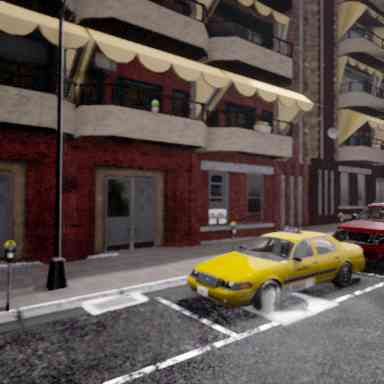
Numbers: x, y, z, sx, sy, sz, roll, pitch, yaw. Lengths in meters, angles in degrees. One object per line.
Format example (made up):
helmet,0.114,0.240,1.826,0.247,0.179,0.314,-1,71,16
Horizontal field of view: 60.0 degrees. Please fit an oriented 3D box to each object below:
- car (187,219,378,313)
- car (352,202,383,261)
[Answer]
car,2.148,1.523,7.676,4.829,1.417,1.752,-1,1,-36
car,6.750,1.262,11.039,5.009,1.841,2.192,-1,1,-36
